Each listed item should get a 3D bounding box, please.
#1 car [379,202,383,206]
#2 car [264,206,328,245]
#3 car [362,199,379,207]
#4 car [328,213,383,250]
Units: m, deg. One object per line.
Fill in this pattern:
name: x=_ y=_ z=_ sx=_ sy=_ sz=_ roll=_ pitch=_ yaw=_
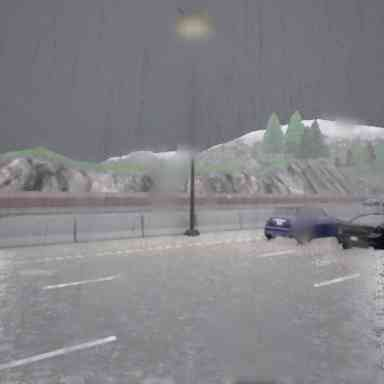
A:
car: x=37.117 y=2.214 z=61.806 sx=4.718 sy=1.301 sz=1.895 roll=1 pitch=0 yaw=-42
car: x=5.764 y=1.484 z=16.587 sx=4.553 sy=1.767 sz=2.097 roll=1 pitch=-1 yaw=-35
car: x=34.620 y=2.115 z=64.260 sx=4.892 sy=1.490 sz=1.837 roll=1 pitch=0 yaw=-42
car: x=8.119 y=1.615 z=13.963 sx=5.008 sy=1.535 sz=1.882 roll=0 pitch=0 yaw=-35
